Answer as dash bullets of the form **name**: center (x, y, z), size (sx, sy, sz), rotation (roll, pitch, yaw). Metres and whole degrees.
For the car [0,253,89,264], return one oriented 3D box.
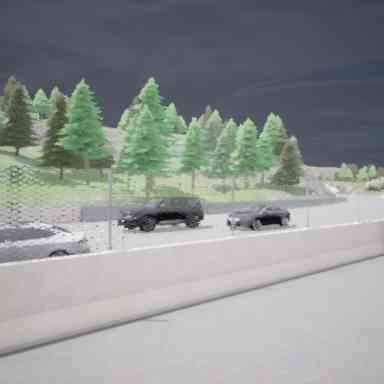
- **car**: center (-5.143, 1.548, 8.963), size (4.674, 1.442, 1.812), rotation (0, 0, -36)
